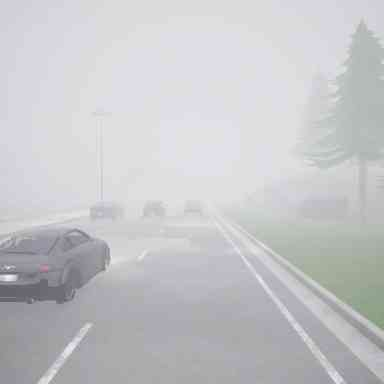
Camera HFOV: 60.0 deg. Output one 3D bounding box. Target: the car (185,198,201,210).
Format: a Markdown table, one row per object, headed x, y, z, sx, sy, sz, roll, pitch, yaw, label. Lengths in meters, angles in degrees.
| x | y | z | sx | sy | sz | roll | pitch | yaw | label |
| --- | --- | --- | --- | --- | --- | --- | --- | --- | --- |
| 0.132 | 1.547 | 44.133 | 2.033 | 1.411 | 5.357 | 0 | 0 | 1 | car |

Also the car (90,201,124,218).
| x | y | z | sx | sy | sz | roll | pitch | yaw | label |
| --- | --- | --- | --- | --- | --- | --- | --- | --- | --- |
| -6.899 | 1.478 | 27.485 | 1.882 | 1.535 | 5.008 | 0 | 0 | 0 | car |

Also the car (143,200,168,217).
| x | y | z | sx | sy | sz | roll | pitch | yaw | label |
| --- | --- | --- | --- | --- | --- | --- | --- | --- | --- |
| -3.399 | 1.506 | 30.982 | 1.837 | 1.490 | 4.892 | 0 | 0 | 0 | car |

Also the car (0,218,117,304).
| x | y | z | sx | sy | sz | roll | pitch | yaw | label |
| --- | --- | --- | --- | --- | --- | --- | --- | --- | --- |
| -3.401 | 1.564 | 8.183 | 1.994 | 1.385 | 4.181 | 0 | 0 | 0 | car |

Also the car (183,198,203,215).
| x | y | z | sx | sy | sz | roll | pitch | yaw | label |
| --- | --- | --- | --- | --- | --- | --- | --- | --- | --- |
| 0.095 | 1.547 | 34.030 | 2.033 | 1.411 | 5.357 | 0 | 0 | 0 | car |
